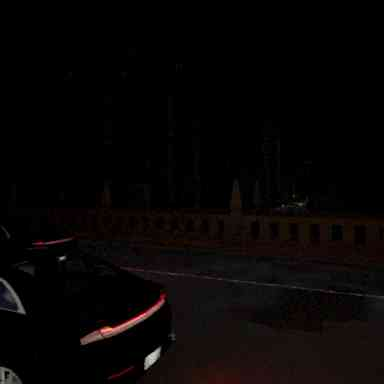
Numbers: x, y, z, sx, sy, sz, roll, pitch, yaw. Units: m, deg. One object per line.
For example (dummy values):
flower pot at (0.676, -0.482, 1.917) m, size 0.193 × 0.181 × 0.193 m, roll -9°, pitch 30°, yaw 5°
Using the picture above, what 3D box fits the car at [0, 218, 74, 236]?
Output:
car at (-5.565, 1.499, 9.591) m, size 4.902 × 1.511 × 2.128 m, roll 0°, pitch 0°, yaw 24°

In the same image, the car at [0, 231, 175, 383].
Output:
car at (-2.609, 1.494, 4.422) m, size 4.902 × 1.511 × 2.128 m, roll 0°, pitch 0°, yaw 24°
